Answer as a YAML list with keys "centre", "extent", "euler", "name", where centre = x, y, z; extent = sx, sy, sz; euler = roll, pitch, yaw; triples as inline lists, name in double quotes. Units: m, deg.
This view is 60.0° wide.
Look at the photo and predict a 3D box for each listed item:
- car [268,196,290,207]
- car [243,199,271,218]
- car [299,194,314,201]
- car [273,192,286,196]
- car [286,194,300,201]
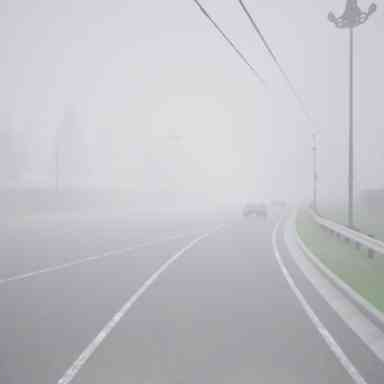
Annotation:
- centre: [13.338, 1.624, 50.863]
  extent: [1.895, 1.301, 4.718]
  euler: [0, 0, 23]
  name: "car"
- centre: [5.794, 1.608, 29.845]
  extent: [1.895, 1.301, 4.718]
  euler: [0, 0, 16]
  name: "car"
- centre: [30.824, 1.580, 89.091]
  extent: [2.128, 1.511, 4.902]
  euler: [0, 0, 25]
  name: "car"
- centre: [24.650, 1.560, 92.415]
  extent: [1.812, 1.442, 4.674]
  euler: [0, 0, 25]
  name: "car"
- centre: [27.650, 1.570, 90.564]
  extent: [2.128, 1.511, 4.902]
  euler: [0, 0, 25]
  name: "car"
